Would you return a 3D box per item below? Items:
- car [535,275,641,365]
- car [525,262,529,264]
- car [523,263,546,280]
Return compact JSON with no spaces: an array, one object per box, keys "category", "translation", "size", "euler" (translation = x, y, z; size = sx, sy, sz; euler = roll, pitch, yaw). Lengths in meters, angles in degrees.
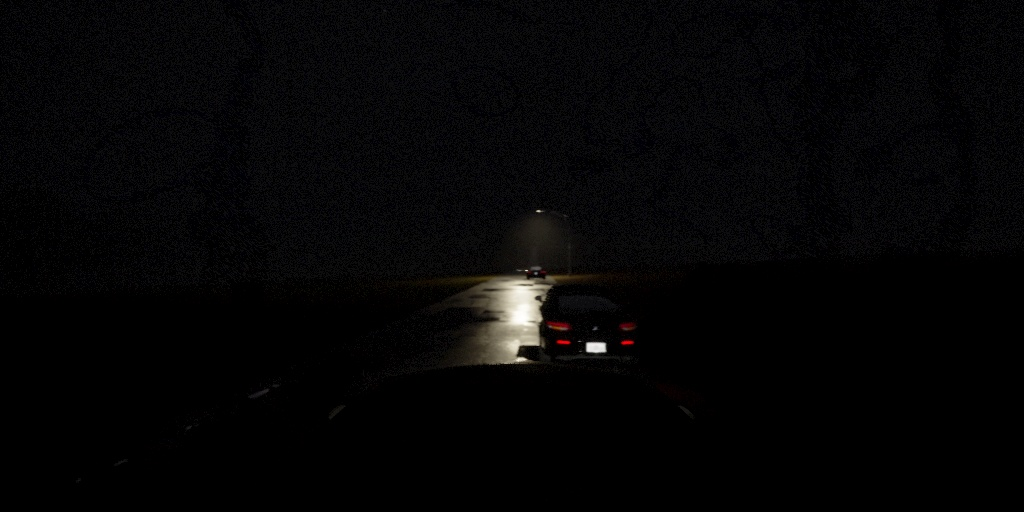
[{"category":"car","translation":[1.499,1.330,8.068],"size":[1.812,1.442,4.674],"euler":[-1,-1,4]},{"category":"car","translation":[3.113,1.886,47.631],"size":[2.033,1.411,5.357],"euler":[-1,-1,4]},{"category":"car","translation":[2.527,1.747,37.667],"size":[1.994,1.385,4.181],"euler":[-1,-1,4]}]
